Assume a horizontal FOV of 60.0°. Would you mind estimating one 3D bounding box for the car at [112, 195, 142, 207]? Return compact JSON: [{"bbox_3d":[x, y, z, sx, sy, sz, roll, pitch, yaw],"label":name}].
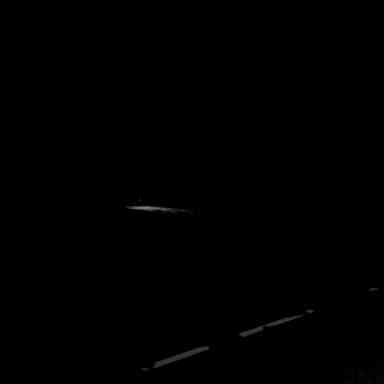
[{"bbox_3d":[-7.776,0.976,39.673,1.895,1.301,4.718,-1,2,-36],"label":"car"}]
